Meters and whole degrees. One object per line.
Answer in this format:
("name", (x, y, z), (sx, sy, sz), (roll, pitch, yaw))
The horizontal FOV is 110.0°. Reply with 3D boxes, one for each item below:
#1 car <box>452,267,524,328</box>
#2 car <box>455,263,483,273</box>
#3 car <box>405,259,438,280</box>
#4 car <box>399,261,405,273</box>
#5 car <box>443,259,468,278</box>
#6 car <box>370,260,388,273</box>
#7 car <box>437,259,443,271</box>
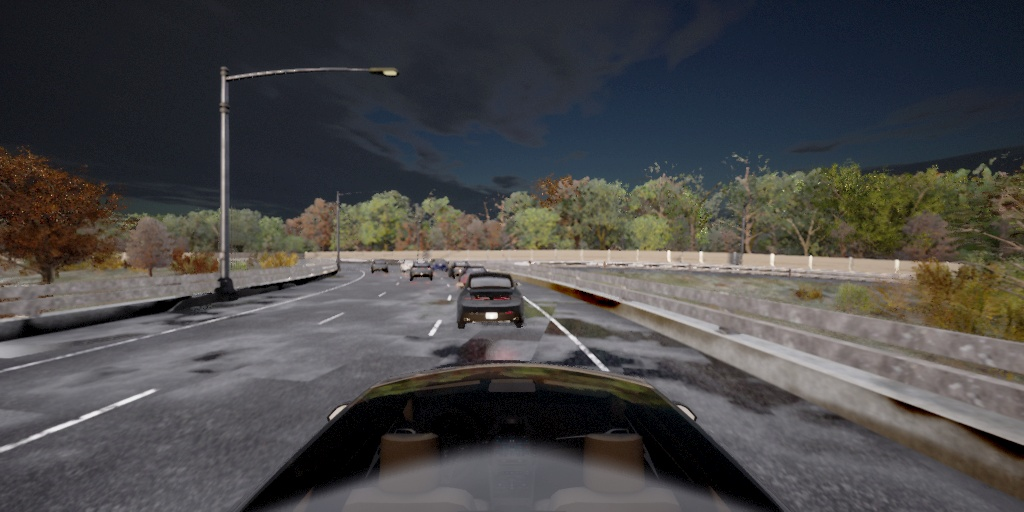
("car", (-0.734, 1.256, 11.457), (1.837, 1.490, 4.892), (0, 0, -5))
("car", (-2.348, 1.317, 22.395), (1.994, 1.385, 4.181), (0, 0, -11))
("car", (-7.921, 1.249, 31.178), (2.128, 1.511, 4.902), (0, 0, -16))
("car", (-12.913, 1.288, 44.925), (1.812, 1.442, 4.674), (0, 0, -23))
("car", (-4.822, 1.248, 32.902), (2.128, 1.511, 4.902), (0, 0, -16))
("car", (-16.216, 1.257, 43.735), (2.128, 1.511, 4.902), (0, 0, -23))
("car", (-9.618, 1.113, 46.047), (2.097, 1.767, 4.553), (0, 0, -22))
